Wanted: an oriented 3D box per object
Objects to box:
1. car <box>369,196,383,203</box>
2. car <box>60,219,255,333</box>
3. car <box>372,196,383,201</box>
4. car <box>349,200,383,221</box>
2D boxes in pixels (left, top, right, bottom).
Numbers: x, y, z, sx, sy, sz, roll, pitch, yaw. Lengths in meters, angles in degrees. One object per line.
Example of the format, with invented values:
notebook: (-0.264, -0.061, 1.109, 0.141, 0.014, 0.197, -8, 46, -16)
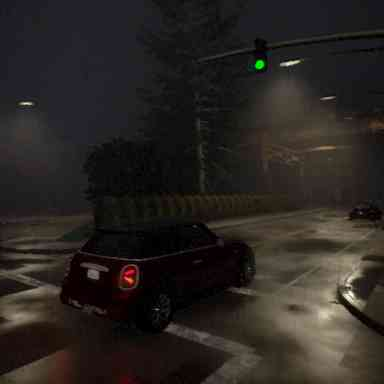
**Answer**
car: (36.726, 1.441, 64.615, 4.536, 1.218, 1.853, 0, 0, -29)
car: (-0.393, 1.379, 7.254, 2.097, 1.767, 4.553, -1, 0, 36)
car: (36.682, 1.599, 64.588, 4.974, 1.542, 2.038, 0, 0, -29)
car: (14.430, 1.618, 27.693, 1.994, 1.385, 4.181, -1, -1, 36)
